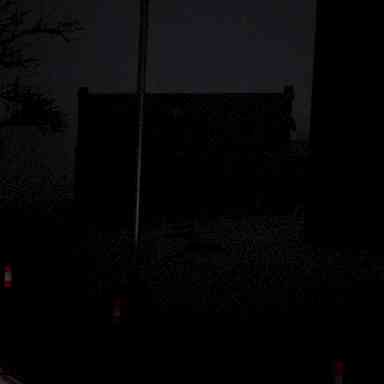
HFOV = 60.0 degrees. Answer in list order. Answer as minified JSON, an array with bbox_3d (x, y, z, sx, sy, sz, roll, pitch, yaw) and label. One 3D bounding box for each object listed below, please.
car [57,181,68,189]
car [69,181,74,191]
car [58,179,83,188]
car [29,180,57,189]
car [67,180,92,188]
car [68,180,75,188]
[{"bbox_3d":[-27.687,-1.515,65.474,5.008,1.535,2.097,3,3,20],"label":"car"},{"bbox_3d":[-17.955,-0.640,55.881,1.812,1.442,4.674,3,3,20],"label":"car"},{"bbox_3d":[-25.740,-1.781,70.627,4.553,1.767,2.185,3,3,20],"label":"car"},{"bbox_3d":[-28.602,-1.571,62.865,4.553,1.767,2.185,3,3,20],"label":"car"},{"bbox_3d":[-24.826,-1.731,73.236,4.892,1.521,2.231,3,3,20],"label":"car"},{"bbox_3d":[-26.728,-1.546,68.058,4.674,1.452,2.002,3,3,20],"label":"car"}]
